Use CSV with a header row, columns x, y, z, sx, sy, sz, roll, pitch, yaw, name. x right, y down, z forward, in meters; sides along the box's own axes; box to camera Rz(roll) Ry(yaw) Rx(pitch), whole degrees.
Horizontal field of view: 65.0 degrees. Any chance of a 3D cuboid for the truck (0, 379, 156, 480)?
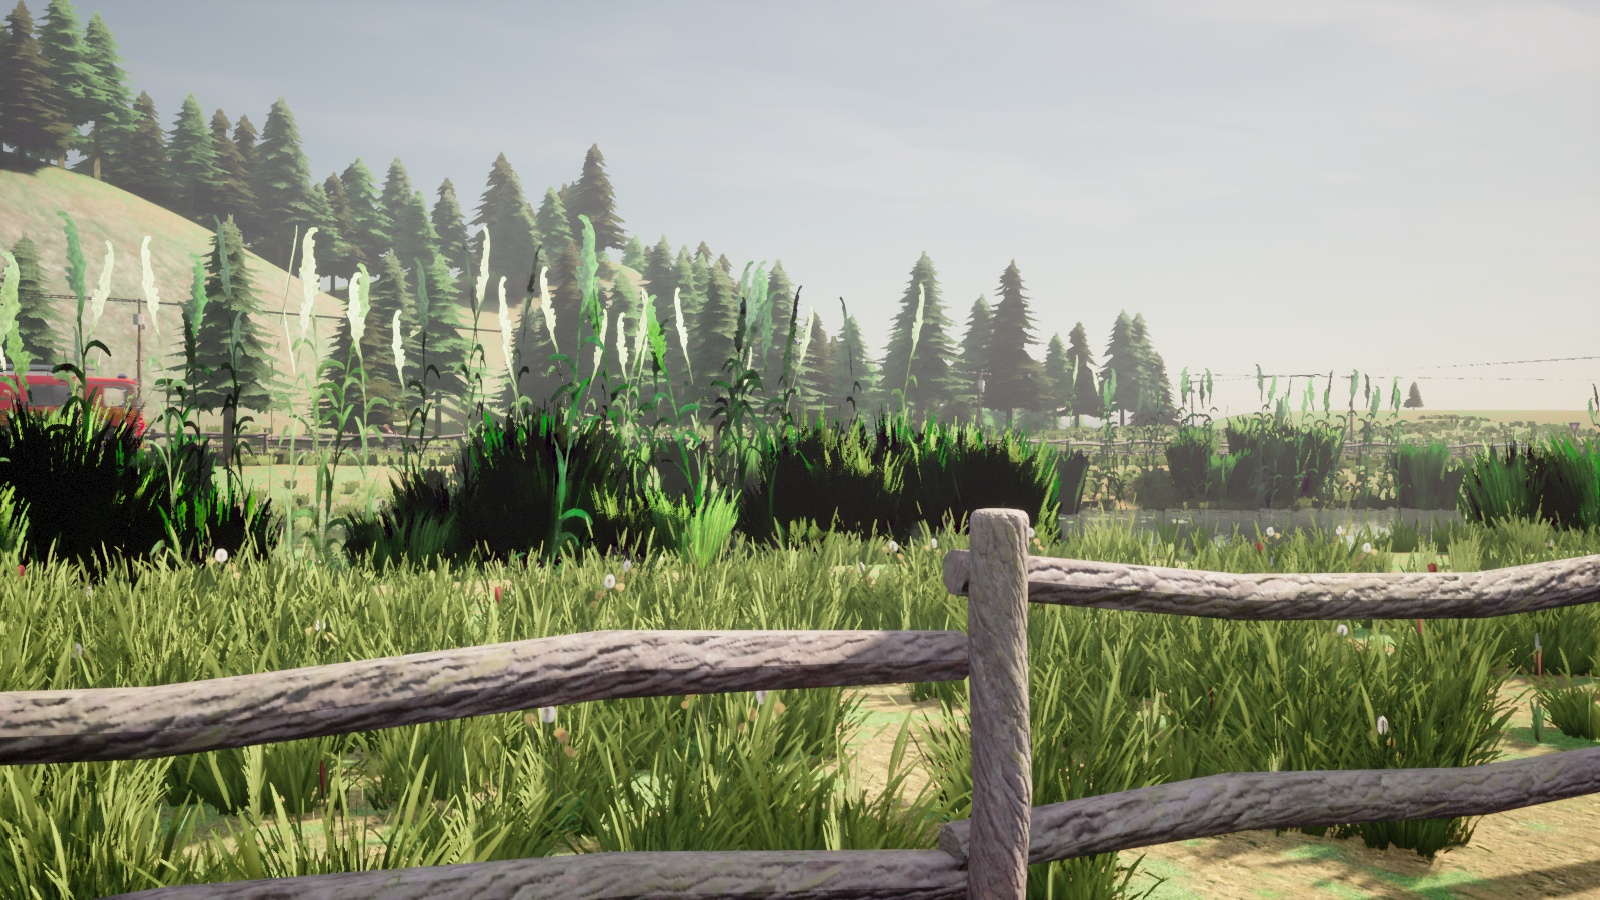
x,y,z,sx,sy,sz,roll,pitch,yaw,name
-30.366,-0.813,49.732,8.468,3.827,2.891,-1,1,-30,truck
